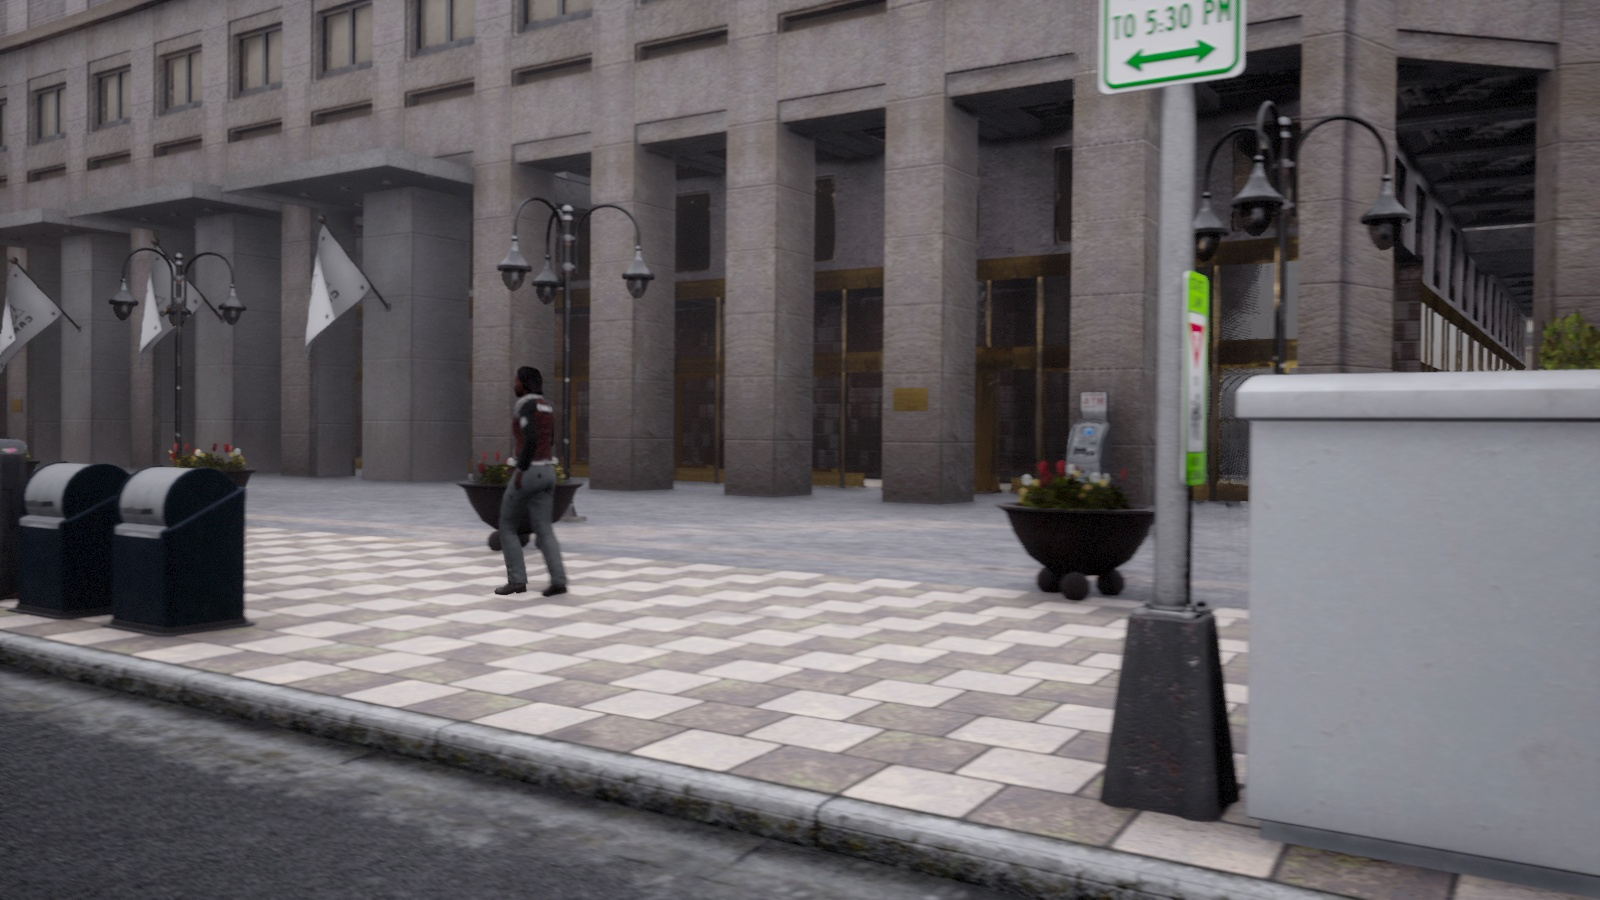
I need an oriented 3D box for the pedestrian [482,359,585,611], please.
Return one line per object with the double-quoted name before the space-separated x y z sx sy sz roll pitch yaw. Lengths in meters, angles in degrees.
"pedestrian" -2.100 0.265 9.906 0.666 1.930 0.402 0 1 24
